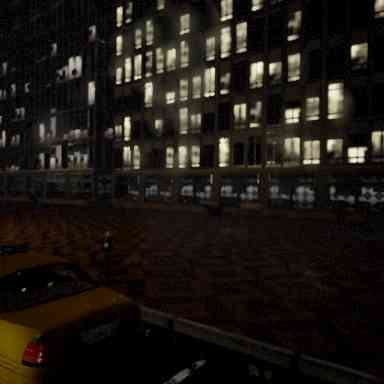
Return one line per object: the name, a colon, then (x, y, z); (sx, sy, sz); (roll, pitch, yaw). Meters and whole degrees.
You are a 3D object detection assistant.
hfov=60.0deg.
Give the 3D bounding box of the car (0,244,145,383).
car: (-2.853, 1.456, 4.950); (4.829, 1.417, 1.752); (1, 1, 36)
